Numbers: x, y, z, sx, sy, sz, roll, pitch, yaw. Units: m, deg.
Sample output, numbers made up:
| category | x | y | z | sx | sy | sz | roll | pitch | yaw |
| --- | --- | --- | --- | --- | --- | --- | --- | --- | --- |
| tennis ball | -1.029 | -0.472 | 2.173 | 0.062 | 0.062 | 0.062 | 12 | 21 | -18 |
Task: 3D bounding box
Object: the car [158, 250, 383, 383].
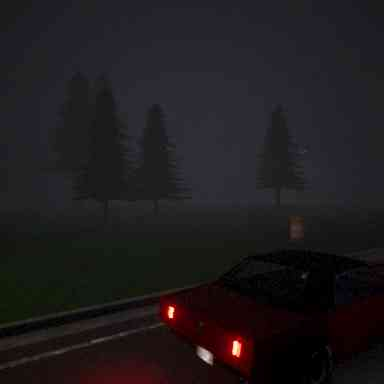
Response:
| category | x | y | z | sx | sy | sz | roll | pitch | yaw |
| --- | --- | --- | --- | --- | --- | --- | --- | --- | --- |
| car | 1.958 | 1.595 | 5.140 | 4.718 | 1.301 | 1.895 | 0 | 0 | -35 |
